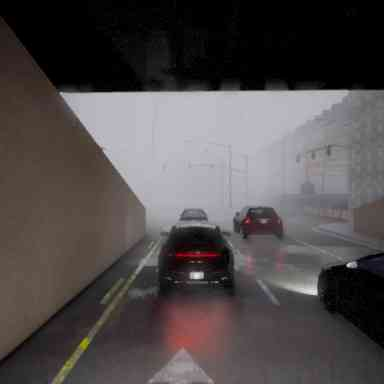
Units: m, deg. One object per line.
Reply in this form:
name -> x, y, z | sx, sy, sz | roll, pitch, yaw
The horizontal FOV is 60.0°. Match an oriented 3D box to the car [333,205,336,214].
car -> 17.490, 1.813, 33.742 | 2.038, 1.542, 4.974 | 0, -1, -35

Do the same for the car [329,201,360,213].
car -> 17.639, 1.705, 38.387 | 4.536, 1.218, 1.853 | 1, -1, -45

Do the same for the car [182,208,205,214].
car -> 0.107, 1.779, 21.670 | 2.033, 1.411, 5.357 | 0, -1, 0

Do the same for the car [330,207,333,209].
car -> 17.603, 1.862, 38.349 | 4.974, 1.542, 2.038 | 1, -1, -45

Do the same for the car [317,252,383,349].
car -> 3.582, 1.620, 5.272 | 1.994, 1.385, 4.181 | 0, -1, 0

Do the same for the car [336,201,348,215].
car -> 17.520, 1.655, 33.702 | 1.853, 1.218, 4.536 | 0, -1, -35

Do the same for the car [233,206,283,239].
car -> 3.613, 1.554, 18.854 | 2.097, 1.767, 4.553 | 0, -1, 0

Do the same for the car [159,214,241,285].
car -> 0.108, 1.611, 9.751 | 1.837, 1.490, 4.892 | 0, 0, 0
